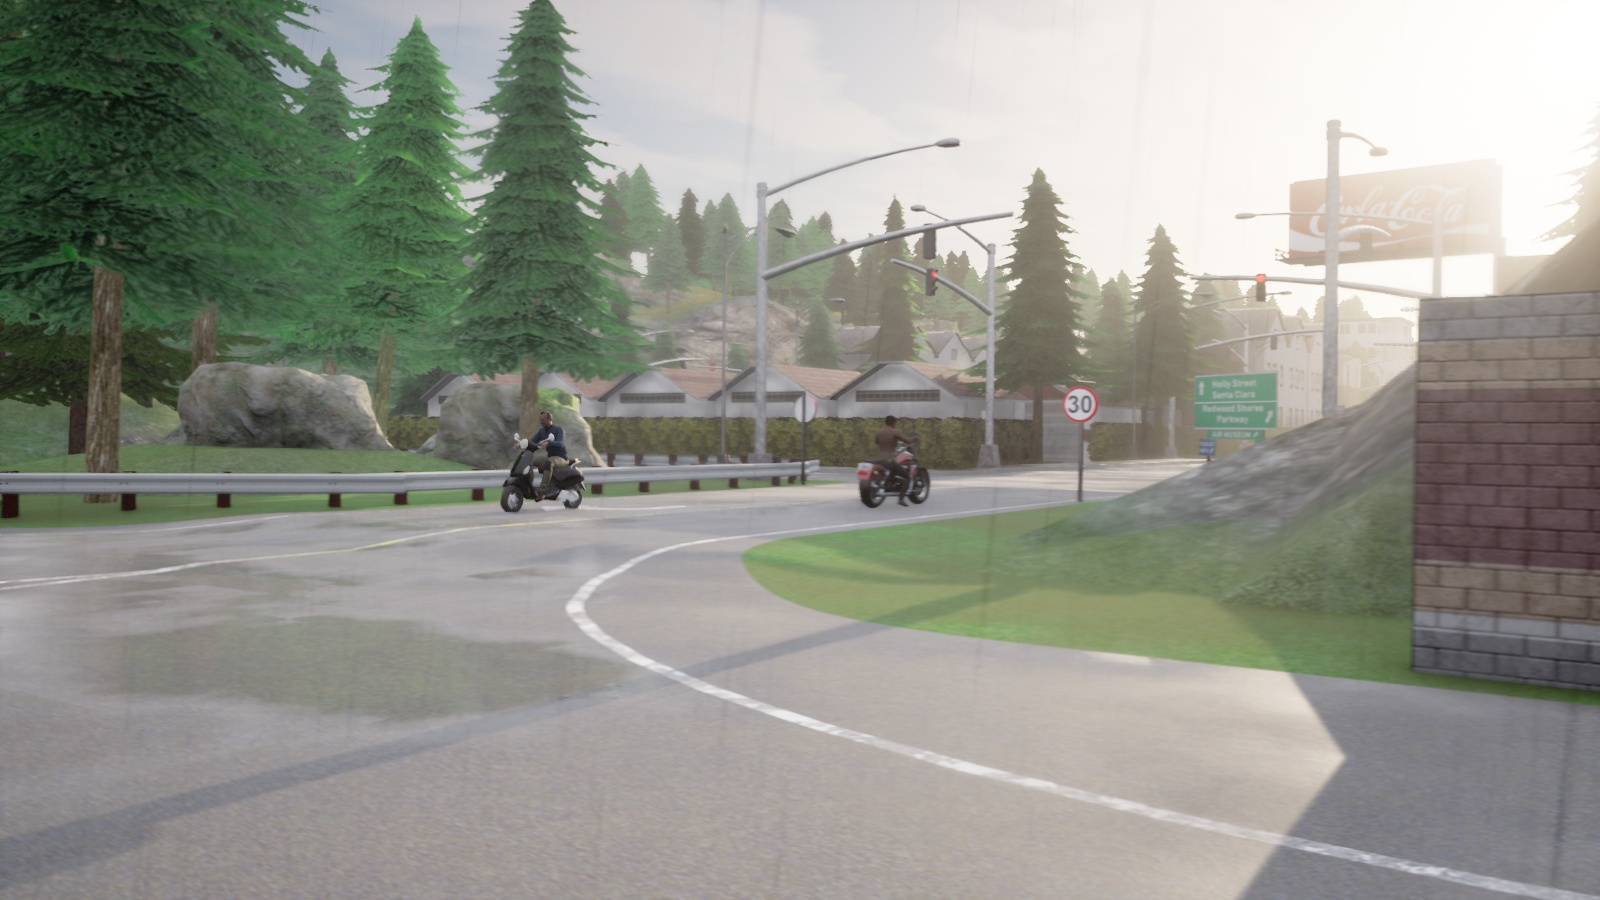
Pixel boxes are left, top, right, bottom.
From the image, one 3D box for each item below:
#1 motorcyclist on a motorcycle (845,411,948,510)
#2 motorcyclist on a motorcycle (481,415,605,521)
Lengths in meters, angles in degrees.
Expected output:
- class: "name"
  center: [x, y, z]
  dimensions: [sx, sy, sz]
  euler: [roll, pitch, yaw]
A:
- class: "motorcyclist on a motorcycle"
  center: [1.735, 0.166, 22.158]
  dimensions: [0.766, 1.649, 2.350]
  euler: [0, 1, 33]
- class: "motorcyclist on a motorcycle"
  center: [-4.017, 0.252, 19.783]
  dimensions: [0.866, 1.590, 1.817]
  euler: [0, 1, 33]
